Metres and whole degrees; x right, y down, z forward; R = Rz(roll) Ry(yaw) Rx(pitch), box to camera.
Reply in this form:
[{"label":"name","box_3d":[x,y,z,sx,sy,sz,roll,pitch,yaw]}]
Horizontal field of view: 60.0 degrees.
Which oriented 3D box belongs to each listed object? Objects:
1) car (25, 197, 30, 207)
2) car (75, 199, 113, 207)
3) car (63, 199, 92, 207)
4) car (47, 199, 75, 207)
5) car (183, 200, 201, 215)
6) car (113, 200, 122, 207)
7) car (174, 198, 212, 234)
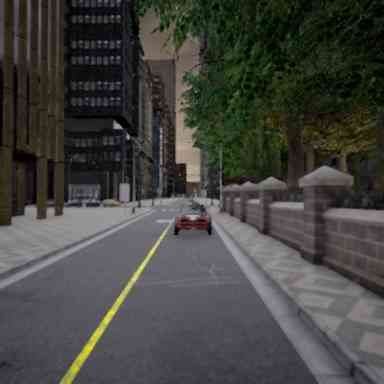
[{"label":"car","box_3d":[-31.329,1.785,58.959,5.009,1.841,2.192,0,-1,0]},{"label":"car","box_3d":[-14.800,1.741,50.396,4.403,1.369,2.008,0,-1,0]},{"label":"car","box_3d":[-20.303,1.977,58.930,4.403,1.369,2.008,0,-1,0]},{"label":"car","box_3d":[-20.313,1.778,50.407,4.313,1.339,1.947,0,-1,0]},{"label":"car","box_3d":[-0.021,1.674,36.618,1.812,1.442,4.674,0,0,0]},{"label":"car","box_3d":[-14.961,1.930,58.920,4.829,1.417,1.752,0,-1,0]},{"label":"car","box_3d":[0.038,1.430,19.852,2.097,1.767,4.553,0,0,-1]}]
